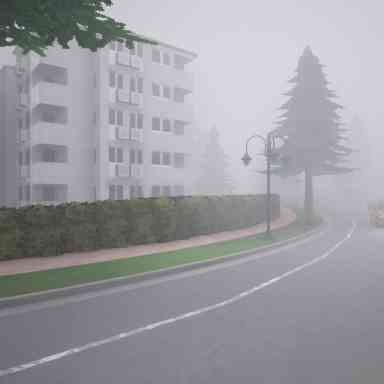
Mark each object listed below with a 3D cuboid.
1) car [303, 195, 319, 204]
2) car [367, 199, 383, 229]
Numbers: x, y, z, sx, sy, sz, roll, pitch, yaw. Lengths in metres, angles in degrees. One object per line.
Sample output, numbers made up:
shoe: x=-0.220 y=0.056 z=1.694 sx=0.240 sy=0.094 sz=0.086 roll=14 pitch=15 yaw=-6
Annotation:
car: x=22.086 y=1.352 z=61.998 sx=2.097 sy=1.767 sz=4.553 roll=0 pitch=0 yaw=8
car: x=12.775 y=1.352 z=21.328 sx=2.097 sy=1.767 sz=4.553 roll=0 pitch=0 yaw=23
